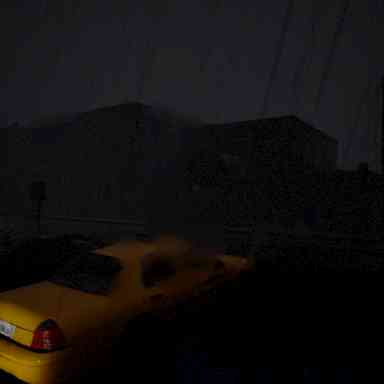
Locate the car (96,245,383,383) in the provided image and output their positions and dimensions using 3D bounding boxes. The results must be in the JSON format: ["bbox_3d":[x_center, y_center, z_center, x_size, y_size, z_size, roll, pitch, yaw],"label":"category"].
[{"bbox_3d":[1.517,1.516,4.028,2.163,1.488,4.792,0,0,35],"label":"car"}]

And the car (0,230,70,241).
[{"bbox_3d":[-2.892,1.560,7.188,2.002,1.452,4.674,0,1,36],"label":"car"}]

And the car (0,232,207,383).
[{"bbox_3d":[-0.625,1.501,5.818,1.946,1.575,5.366,0,0,35],"label":"car"}]
